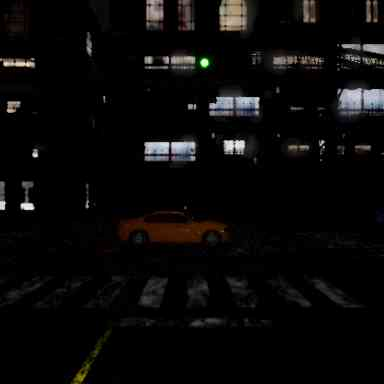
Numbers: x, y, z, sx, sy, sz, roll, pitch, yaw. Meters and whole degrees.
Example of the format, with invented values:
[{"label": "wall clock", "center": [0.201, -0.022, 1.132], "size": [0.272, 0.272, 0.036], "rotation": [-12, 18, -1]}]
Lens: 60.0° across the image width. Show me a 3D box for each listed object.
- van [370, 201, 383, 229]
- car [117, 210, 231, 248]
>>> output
[{"label": "van", "center": [13.084, 1.400, 20.206], "size": [3.998, 1.788, 1.690], "rotation": [0, -1, 0]}, {"label": "car", "center": [-0.790, 1.574, 14.818], "size": [5.008, 1.535, 1.882], "rotation": [0, -1, 0]}]
